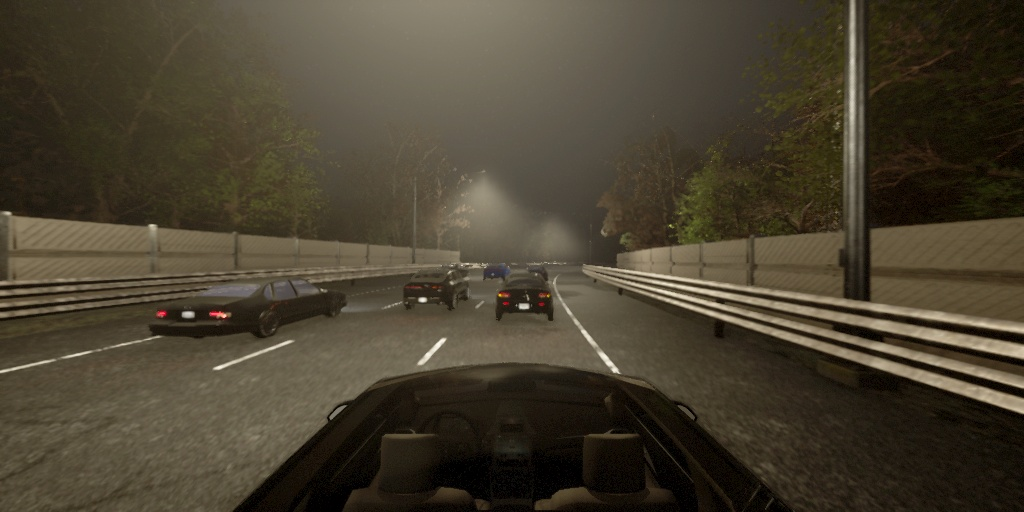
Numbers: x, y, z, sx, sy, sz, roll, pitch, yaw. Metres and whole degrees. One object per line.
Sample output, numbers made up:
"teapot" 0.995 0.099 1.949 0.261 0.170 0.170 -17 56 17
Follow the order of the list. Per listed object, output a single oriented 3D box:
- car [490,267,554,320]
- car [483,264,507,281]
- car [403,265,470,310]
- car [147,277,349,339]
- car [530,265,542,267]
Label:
"car" 0.448 1.294 12.613 1.812 1.442 4.674 0 0 3
"car" -1.299 1.420 32.394 1.882 1.535 5.008 0 -1 7
"car" -2.939 1.272 14.762 1.837 1.490 4.892 0 0 3
"car" -6.699 1.285 10.028 2.033 1.411 5.357 0 0 2
"car" 2.191 1.523 32.064 1.994 1.385 4.181 0 -1 7
